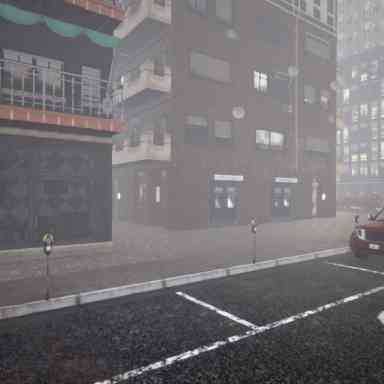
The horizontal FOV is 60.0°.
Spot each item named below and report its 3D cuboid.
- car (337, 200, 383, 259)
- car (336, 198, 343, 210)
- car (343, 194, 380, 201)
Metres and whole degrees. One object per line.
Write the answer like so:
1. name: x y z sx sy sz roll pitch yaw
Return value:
1. car: 7.506 1.318 11.424 5.009 1.841 2.192 0 0 -35
2. car: 12.752 1.333 34.202 1.802 1.307 4.206 1 0 -36
3. car: 19.367 1.112 38.952 2.192 1.841 5.009 1 0 -36
